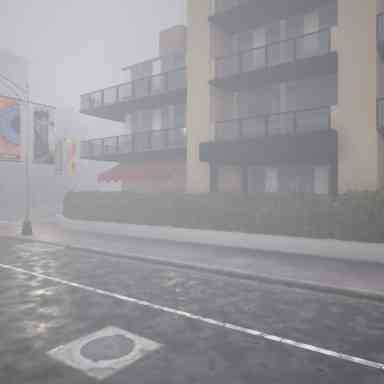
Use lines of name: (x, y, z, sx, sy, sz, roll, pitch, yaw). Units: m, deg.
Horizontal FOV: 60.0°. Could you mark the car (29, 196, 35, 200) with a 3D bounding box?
car: (-36.054, 1.477, 72.144, 4.892, 1.521, 2.231, 0, 0, 36)
